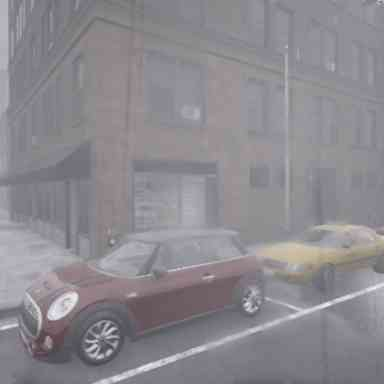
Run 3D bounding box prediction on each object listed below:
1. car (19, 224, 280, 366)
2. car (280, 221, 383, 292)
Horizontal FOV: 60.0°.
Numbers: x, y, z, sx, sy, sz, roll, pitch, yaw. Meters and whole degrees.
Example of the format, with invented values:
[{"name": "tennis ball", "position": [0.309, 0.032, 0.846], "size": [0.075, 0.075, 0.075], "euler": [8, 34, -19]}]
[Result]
[{"name": "car", "position": [-0.677, 1.422, 5.706], "size": [4.097, 1.590, 1.967], "euler": [0, 0, -36]}, {"name": "car", "position": [3.677, 1.472, 8.813], "size": [4.829, 1.417, 1.752], "euler": [0, 0, -36]}]
